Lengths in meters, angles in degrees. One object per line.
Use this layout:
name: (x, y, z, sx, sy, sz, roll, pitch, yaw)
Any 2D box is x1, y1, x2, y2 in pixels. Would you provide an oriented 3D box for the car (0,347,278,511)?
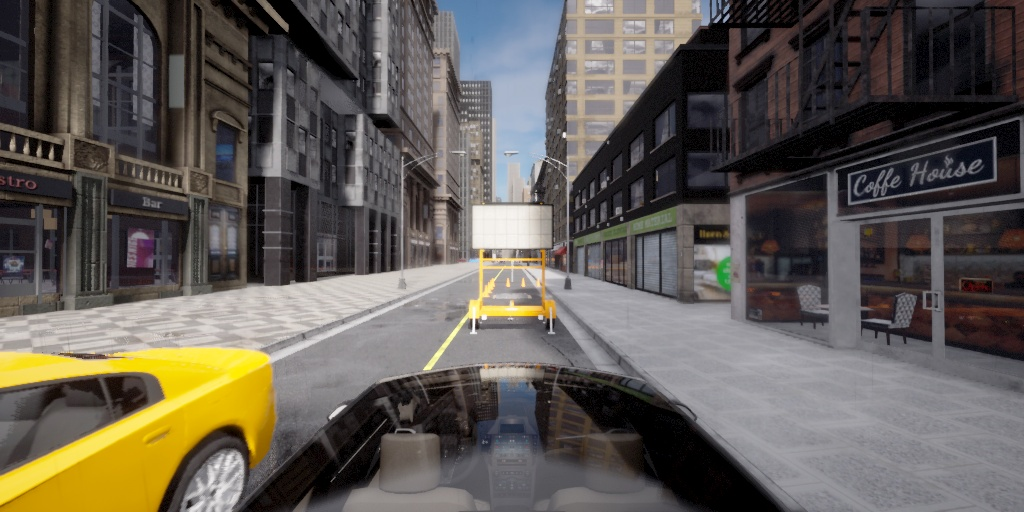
car: (-2.999, 1.227, 1.061, 1.882, 1.535, 5.008, 0, 0, 0)

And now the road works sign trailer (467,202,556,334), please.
road works sign trailer: (0.013, 0.216, 10.604, 2.380, 3.560, 2.880, 0, 0, 0)
